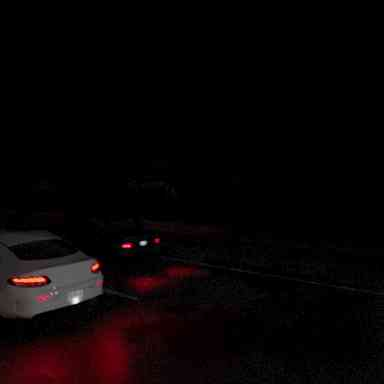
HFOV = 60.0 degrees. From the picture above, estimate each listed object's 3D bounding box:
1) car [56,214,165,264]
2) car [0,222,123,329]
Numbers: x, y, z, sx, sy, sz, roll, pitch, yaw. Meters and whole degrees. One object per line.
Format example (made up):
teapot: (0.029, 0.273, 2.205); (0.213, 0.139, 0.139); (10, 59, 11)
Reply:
car: (-3.385, 1.440, 10.749); (5.357, 1.411, 2.033); (1, 1, 36)
car: (-3.736, 1.451, 6.688); (4.674, 1.442, 1.812); (1, 1, 36)
